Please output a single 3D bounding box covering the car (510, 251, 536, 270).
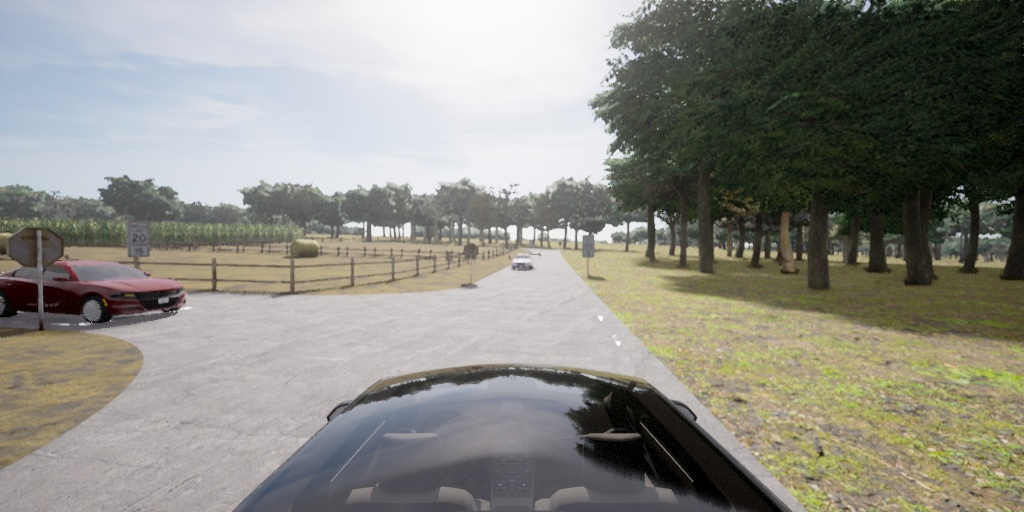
[{"bbox_3d":[1.033,0.521,33.646,1.812,1.442,4.674,0,2,6],"label":"car"}]

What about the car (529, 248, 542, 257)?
[{"bbox_3d":[3.943,-0.645,60.225,1.882,1.535,5.008,0,2,6],"label":"car"}]

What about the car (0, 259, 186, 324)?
[{"bbox_3d":[-11.903,0.881,10.084,5.008,1.535,1.882,1,1,9],"label":"car"}]
